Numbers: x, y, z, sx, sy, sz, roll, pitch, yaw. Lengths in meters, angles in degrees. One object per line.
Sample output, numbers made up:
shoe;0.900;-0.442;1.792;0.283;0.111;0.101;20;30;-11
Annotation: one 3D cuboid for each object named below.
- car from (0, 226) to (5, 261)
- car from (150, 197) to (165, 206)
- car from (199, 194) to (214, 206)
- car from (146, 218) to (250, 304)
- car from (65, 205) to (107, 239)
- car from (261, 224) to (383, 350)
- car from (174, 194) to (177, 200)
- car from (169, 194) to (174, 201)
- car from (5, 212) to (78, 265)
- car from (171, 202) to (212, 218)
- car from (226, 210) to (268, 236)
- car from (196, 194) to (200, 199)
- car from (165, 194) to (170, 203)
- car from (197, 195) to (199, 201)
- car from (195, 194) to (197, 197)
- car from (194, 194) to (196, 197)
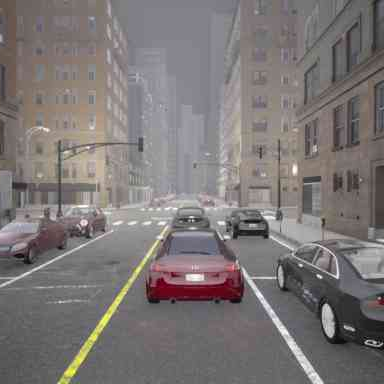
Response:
car;-5.697;1.566;6.162;1.947;1.339;4.313;0;0;0
car;-5.908;1.620;54.268;1.802;1.307;4.206;0;0;0
car;2.616;1.478;54.298;1.967;1.590;4.097;0;0;0
car;0.041;1.564;8.204;1.994;1.385;4.181;0;0;-1
car;-5.754;1.441;17.165;1.967;1.590;4.097;0;0;0
car;2.828;1.551;6.206;2.008;1.369;4.403;0;0;0
car;-6.034;1.460;92.128;2.192;1.841;5.009;0;0;0
car;-5.996;1.629;81.140;1.752;1.417;4.829;0;0;0
car;-5.726;1.582;11.664;1.802;1.307;4.206;0;0;0
car;-0.048;1.506;17.117;1.837;1.490;4.892;0;0;0
car;2.772;1.567;17.208;1.947;1.339;4.313;0;0;0
car;2.545;1.527;75.934;1.967;1.590;4.097;0;0;0
car;-5.943;1.609;65.085;2.008;1.369;4.403;0;0;0
car;2.582;1.609;65.116;2.008;1.369;4.403;0;0;0
car;2.509;1.564;86.752;1.967;1.590;4.097;0;0;0
car;2.491;1.460;92.161;2.192;1.841;5.009;0;0;0
